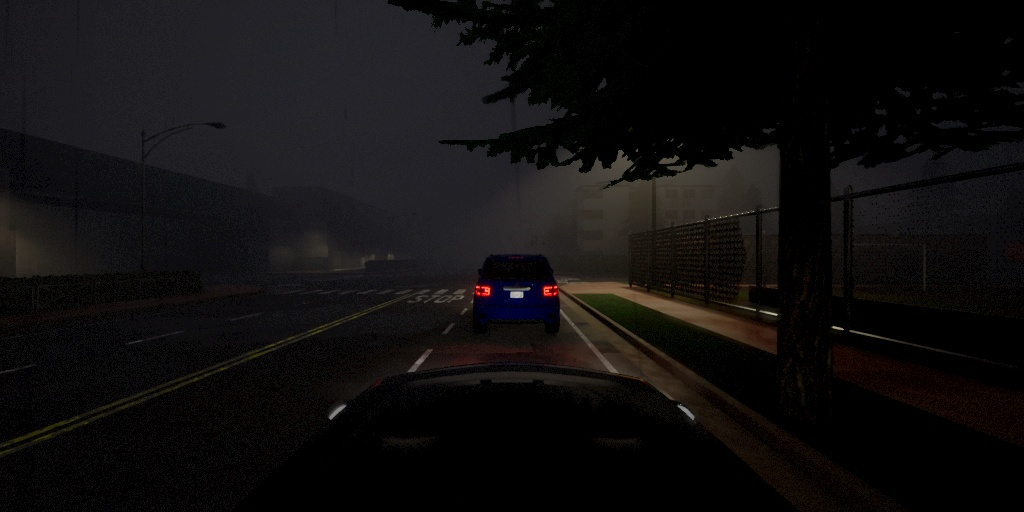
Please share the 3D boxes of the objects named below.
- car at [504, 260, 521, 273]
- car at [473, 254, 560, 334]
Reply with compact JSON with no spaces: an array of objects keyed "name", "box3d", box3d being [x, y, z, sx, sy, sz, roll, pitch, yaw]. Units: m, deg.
[{"name":"car","box3d":[0.027,1.242,45.664,2.128,1.511,4.902,0,0,0]},{"name":"car","box3d":[0.116,0.972,10.798,2.150,2.045,5.566,0,0,0]}]
